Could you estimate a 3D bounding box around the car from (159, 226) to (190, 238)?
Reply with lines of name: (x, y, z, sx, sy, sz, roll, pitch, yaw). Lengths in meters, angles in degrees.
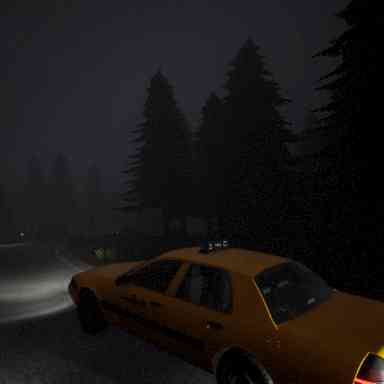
car: (-2.318, 5.544, 46.286, 1.882, 1.535, 5.008, -5, -8, 30)

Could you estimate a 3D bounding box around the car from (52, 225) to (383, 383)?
car: (0.116, 1.441, 4.758, 5.366, 1.575, 1.801, 0, 1, 43)

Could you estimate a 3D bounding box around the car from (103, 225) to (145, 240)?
car: (-7.443, 4.510, 36.981, 2.033, 1.411, 5.357, -4, -8, 20)

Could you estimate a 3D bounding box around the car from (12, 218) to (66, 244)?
car: (-12.722, 3.243, 28.314, 2.150, 2.045, 5.566, -4, -7, 7)
